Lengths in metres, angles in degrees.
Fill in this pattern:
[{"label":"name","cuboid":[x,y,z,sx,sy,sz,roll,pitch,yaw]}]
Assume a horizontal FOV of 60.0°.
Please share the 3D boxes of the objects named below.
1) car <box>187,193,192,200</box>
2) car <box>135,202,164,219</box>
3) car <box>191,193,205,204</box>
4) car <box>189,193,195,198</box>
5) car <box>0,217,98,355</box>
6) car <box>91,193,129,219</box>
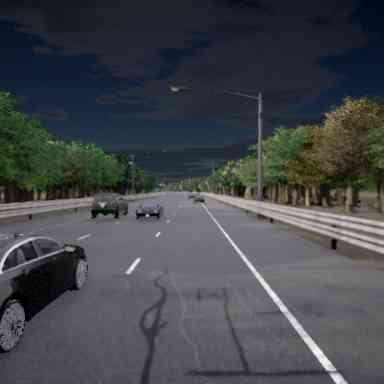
[{"label":"car","cuboid":[-0.004,1.072,75.595,1.837,1.490,4.892,0,0,0]},{"label":"car","cuboid":[-3.402,1.511,27.632,1.895,1.301,4.718,0,0,0]},{"label":"car","cuboid":[1.221,1.297,57.111,1.837,1.490,4.892,0,0,0]},{"label":"car","cuboid":[-0.006,0.959,94.212,1.837,1.490,4.892,0,0,0]},{"label":"car","cuboid":[-3.400,1.475,6.036,2.128,1.511,4.902,0,0,0]},{"label":"car","cuboid":[-6.901,1.129,28.333,2.150,2.045,5.566,0,0,0]}]
